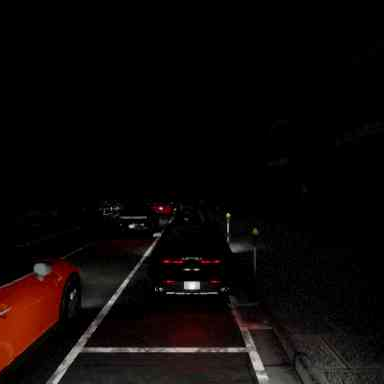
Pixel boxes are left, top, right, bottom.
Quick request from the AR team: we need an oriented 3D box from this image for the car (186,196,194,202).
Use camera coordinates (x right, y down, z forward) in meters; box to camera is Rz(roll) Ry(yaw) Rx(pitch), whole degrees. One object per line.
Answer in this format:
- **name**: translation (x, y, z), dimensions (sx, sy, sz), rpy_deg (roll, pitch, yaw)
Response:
- **car**: translation (-0.383, 1.579, 79.064), dimensions (1.802, 1.307, 4.206), rpy_deg (0, 0, 0)

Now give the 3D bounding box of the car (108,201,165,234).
- **car**: translation (-2.974, 1.492, 18.949), dimensions (2.128, 1.511, 4.902), rpy_deg (0, 0, 0)

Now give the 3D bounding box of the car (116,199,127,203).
- **car**: translation (-8.408, 1.525, 34.923), dimensions (1.752, 1.417, 4.829), rpy_deg (0, 0, 0)

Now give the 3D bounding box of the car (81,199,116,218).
- **car**: translation (-8.408, 1.440, 29.575), dimensions (1.967, 1.590, 4.097), rpy_deg (0, 0, 0)

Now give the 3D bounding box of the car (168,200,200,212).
- **car**: translation (-0.383, 1.551, 24.063), dimensions (2.008, 1.369, 4.403), rpy_deg (0, 0, 0)

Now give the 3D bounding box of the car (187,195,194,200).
- **car**: translation (-0.383, 1.575, 90.427), dimensions (1.802, 1.307, 4.206), rpy_deg (0, 0, 0)

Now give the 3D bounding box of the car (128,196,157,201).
- **car**: translation (-5.817, 1.492, 39.766), dimensions (2.128, 1.511, 4.902), rpy_deg (0, 0, 0)

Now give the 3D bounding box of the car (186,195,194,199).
- **car**: translation (-0.383, 1.440, 35.101), dimensions (1.967, 1.590, 4.097), rpy_deg (0, 0, 0)

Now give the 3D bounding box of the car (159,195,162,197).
- **car**: translation (-8.408, 1.543, 73.374), dimensions (1.887, 1.381, 4.507), rpy_deg (0, 0, 0)

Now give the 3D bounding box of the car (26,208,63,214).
- **car**: translation (-8.408, 1.582, 18.538), dimensions (1.802, 1.307, 4.206), rpy_deg (0, 0, 0)

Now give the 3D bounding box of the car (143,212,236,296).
- **car**: translation (0.000, 1.504, 8.650), dimensions (1.837, 1.490, 4.892), rpy_deg (0, 0, 0)

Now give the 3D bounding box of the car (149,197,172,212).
- **car**: translation (-2.972, 1.565, 34.164), dimensions (1.994, 1.385, 4.181), rpy_deg (0, 0, 1)

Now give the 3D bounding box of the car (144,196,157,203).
- **car**: translation (-8.408, 1.549, 67.693), dimensions (2.008, 1.369, 4.403), rpy_deg (0, 0, 0)

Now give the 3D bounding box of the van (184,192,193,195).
- **van**: translation (-0.383, 1.339, 67.702), dimensions (1.690, 1.788, 3.998), rpy_deg (0, 0, 0)

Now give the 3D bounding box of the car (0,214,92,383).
- **car**: translation (-3.019, 1.351, 4.125), dimensions (2.097, 1.767, 4.553), rpy_deg (0, 0, 0)

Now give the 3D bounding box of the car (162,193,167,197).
- **car**: translation (-8.408, 1.519, 90.251), dimensions (1.752, 1.417, 4.829), rpy_deg (0, 0, 0)
